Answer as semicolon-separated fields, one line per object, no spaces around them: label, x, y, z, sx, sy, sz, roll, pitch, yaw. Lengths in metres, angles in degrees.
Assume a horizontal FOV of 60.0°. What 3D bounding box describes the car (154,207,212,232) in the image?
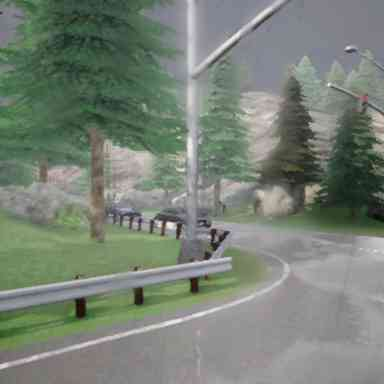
car;-0.628;1.601;20.385;1.994;1.385;4.181;0;0;-36

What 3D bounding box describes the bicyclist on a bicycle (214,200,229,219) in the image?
bicyclist on a bicycle;2.482;1.456;28.147;1.656;1.620;0.582;-7;2;-36

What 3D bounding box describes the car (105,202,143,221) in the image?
car;-6.141;1.580;28.152;2.033;1.411;5.357;0;0;-35
